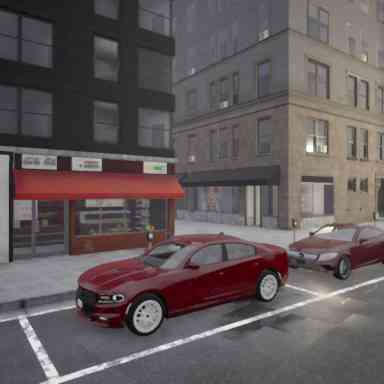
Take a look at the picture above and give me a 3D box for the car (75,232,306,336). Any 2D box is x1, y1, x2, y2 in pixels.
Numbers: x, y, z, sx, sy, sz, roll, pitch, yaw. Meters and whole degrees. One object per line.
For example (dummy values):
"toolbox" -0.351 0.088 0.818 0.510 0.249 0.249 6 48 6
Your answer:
"car" 0.022 1.544 6.662 4.507 1.381 1.887 0 0 -35

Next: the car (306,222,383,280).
"car" 4.542 1.574 9.884 4.206 1.307 1.802 0 0 -35
